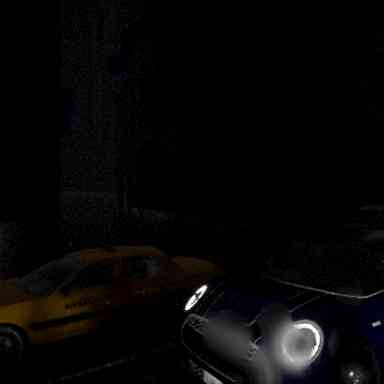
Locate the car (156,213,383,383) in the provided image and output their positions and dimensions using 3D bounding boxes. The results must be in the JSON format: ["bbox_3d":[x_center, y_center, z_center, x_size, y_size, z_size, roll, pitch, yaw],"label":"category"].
[{"bbox_3d":[2.040,1.360,4.721,4.553,1.767,2.097,0,0,-36],"label":"car"}]

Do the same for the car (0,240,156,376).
[{"bbox_3d":[-1.664,1.529,5.465,4.829,1.417,1.752,0,0,-36],"label":"car"}]

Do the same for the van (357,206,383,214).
[{"bbox_3d":[7.313,1.365,11.900,3.998,1.788,1.690,0,0,-36],"label":"van"}]
